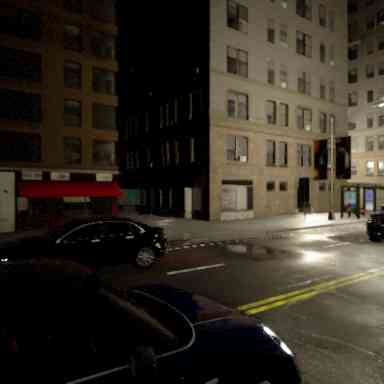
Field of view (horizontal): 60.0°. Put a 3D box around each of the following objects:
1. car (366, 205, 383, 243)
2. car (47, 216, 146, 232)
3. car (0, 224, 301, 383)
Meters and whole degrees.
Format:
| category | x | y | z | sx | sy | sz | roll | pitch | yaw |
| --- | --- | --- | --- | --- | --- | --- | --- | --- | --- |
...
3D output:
| category | x | y | z | sx | sy | sz | roll | pitch | yaw |
| --- | --- | --- | --- | --- | --- | --- | --- | --- | --- |
| car | 10.036 | 1.168 | 14.756 | 5.566 | 2.045 | 2.150 | 0 | 0 | -35 |
| car | -3.004 | 1.495 | 9.519 | 4.892 | 1.490 | 1.837 | 0 | 0 | -35 |
| car | -1.216 | 1.350 | 2.570 | 4.553 | 1.767 | 2.097 | 0 | 0 | -35 |
